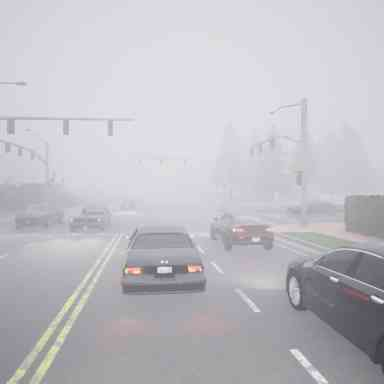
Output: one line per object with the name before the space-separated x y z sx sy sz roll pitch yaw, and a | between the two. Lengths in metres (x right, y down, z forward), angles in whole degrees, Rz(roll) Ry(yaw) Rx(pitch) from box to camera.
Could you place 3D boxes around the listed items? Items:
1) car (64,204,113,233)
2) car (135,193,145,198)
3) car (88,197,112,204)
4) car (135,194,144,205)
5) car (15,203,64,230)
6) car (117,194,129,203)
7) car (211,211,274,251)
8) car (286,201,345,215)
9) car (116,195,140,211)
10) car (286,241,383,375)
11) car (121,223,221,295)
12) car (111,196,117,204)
car | -5.979 1.601 20.008 1.895 1.301 4.718 0 0 -7
car | -11.321 1.478 72.129 1.882 1.535 5.008 0 0 -6
car | -11.974 1.564 42.216 1.994 1.385 4.181 0 0 -1
car | -9.972 1.525 59.103 1.812 1.442 4.674 0 0 -6
car | -9.678 1.477 21.523 1.882 1.535 5.008 0 0 -7
car | -14.827 1.355 71.998 2.097 1.767 4.553 0 0 -6
car | 2.005 1.526 14.158 1.812 1.442 4.674 0 0 -7
car | 12.062 1.547 32.511 5.357 1.411 2.033 0 0 -5
car | -7.925 1.491 41.698 2.128 1.511 4.902 0 0 -8
car | 2.980 1.505 4.964 1.837 1.490 4.892 0 0 -5
car | -0.838 1.547 8.896 2.033 1.411 5.357 0 0 -7
car | -13.266 1.490 56.968 2.128 1.511 4.902 0 0 -6
